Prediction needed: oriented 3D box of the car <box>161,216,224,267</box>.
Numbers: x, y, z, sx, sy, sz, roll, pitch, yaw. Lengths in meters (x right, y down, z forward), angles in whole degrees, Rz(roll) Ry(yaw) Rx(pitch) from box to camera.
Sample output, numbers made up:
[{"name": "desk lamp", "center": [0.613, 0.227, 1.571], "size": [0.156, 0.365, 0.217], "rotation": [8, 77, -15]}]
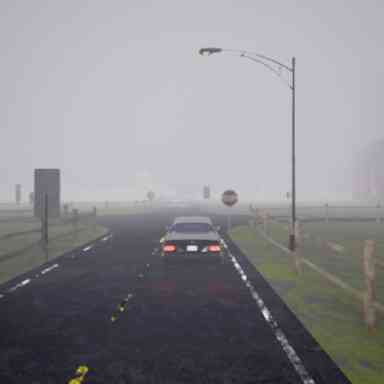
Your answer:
[{"name": "car", "center": [0.020, 1.535, 11.276], "size": [2.033, 1.411, 5.357], "rotation": [0, 0, 0]}]

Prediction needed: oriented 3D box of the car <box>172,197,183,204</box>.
[{"name": "car", "center": [-2.777, 1.652, 63.466], "size": [1.895, 1.301, 4.718], "rotation": [0, 0, 1]}]
